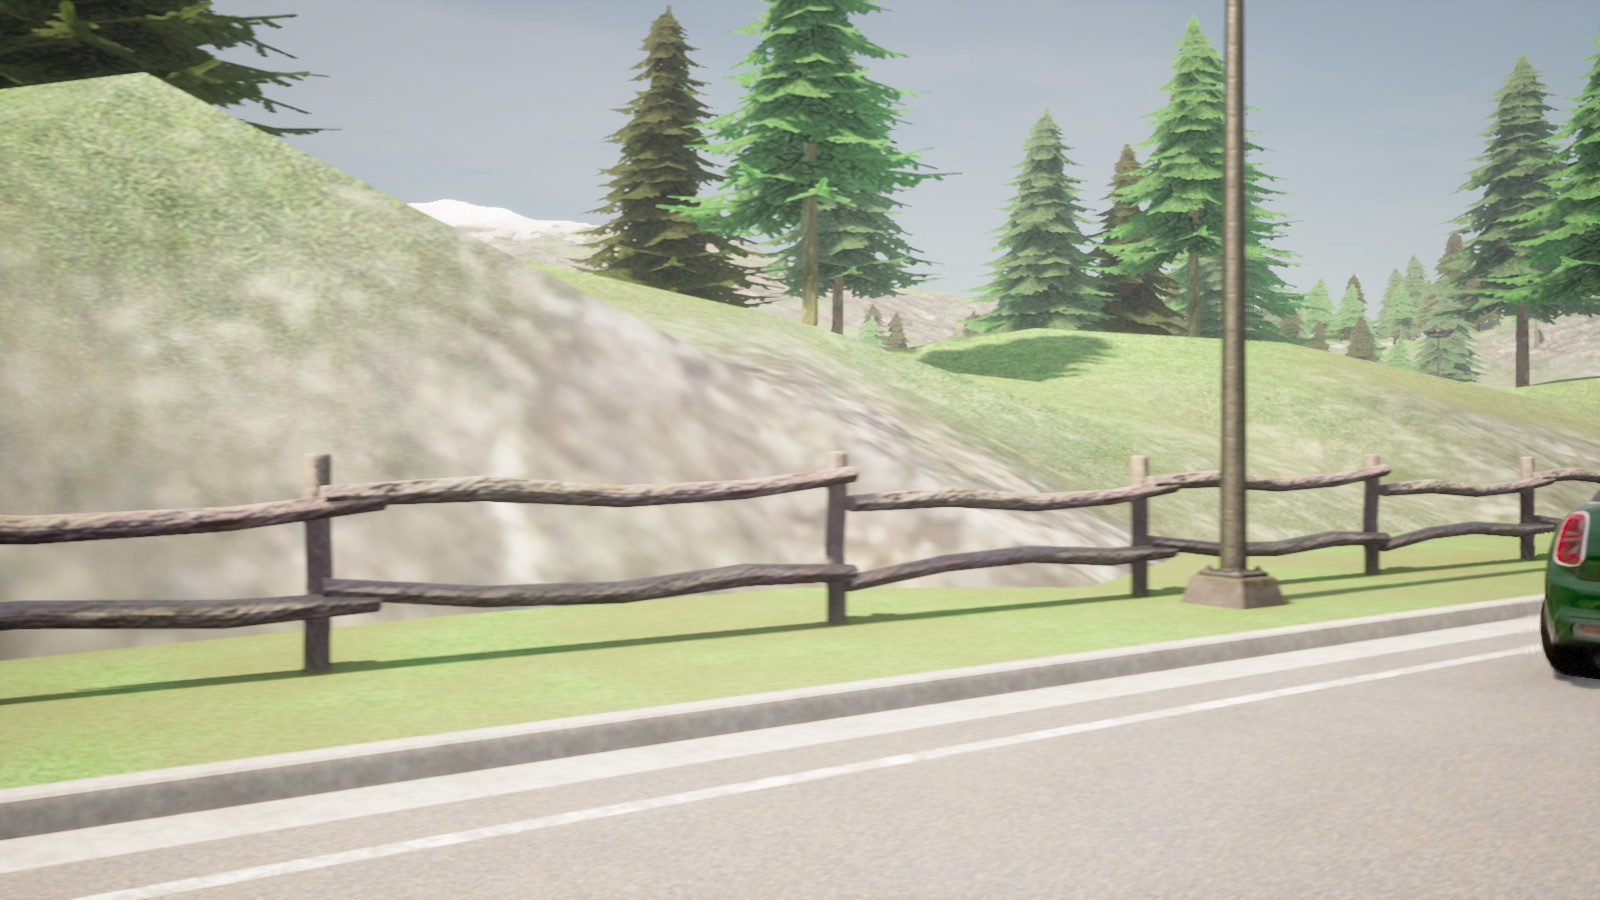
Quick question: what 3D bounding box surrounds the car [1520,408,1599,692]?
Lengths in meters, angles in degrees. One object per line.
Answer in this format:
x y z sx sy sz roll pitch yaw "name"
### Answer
7.182 0.627 8.660 4.553 1.767 2.097 0 0 -35 "car"
